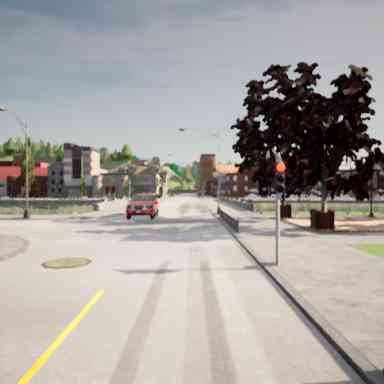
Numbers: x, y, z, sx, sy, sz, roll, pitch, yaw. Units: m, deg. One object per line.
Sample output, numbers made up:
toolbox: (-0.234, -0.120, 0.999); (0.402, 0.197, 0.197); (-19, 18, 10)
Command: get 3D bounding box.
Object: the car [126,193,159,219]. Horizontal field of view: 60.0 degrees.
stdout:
car: (-4.025, 1.126, 27.779); (2.150, 2.045, 5.566); (0, 0, 0)
